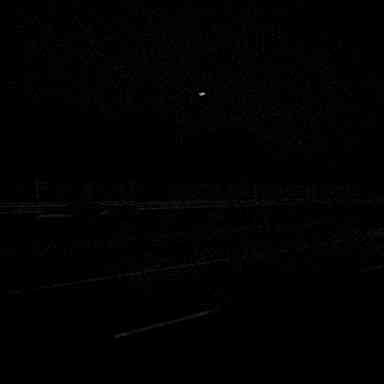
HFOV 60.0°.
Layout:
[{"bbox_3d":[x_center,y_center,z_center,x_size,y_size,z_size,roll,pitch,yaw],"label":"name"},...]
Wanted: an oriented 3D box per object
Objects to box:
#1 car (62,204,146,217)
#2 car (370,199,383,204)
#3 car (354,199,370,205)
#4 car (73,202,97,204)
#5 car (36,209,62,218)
[{"bbox_3d":[-4.297,1.539,18.121,4.674,1.442,1.812,0,0,-35],"label":"car"},{"bbox_3d":[26.254,1.554,44.157,5.008,1.535,1.882,0,0,-35],"label":"car"},{"bbox_3d":[25.016,1.641,47.564,4.181,1.385,1.994,0,0,-35],"label":"car"},{"bbox_3d":[-8.142,1.519,23.977,4.892,1.490,1.837,0,0,-35],"label":"car"},{"bbox_3d":[-7.056,1.612,20.453,4.718,1.301,1.895,0,0,-35],"label":"car"}]
